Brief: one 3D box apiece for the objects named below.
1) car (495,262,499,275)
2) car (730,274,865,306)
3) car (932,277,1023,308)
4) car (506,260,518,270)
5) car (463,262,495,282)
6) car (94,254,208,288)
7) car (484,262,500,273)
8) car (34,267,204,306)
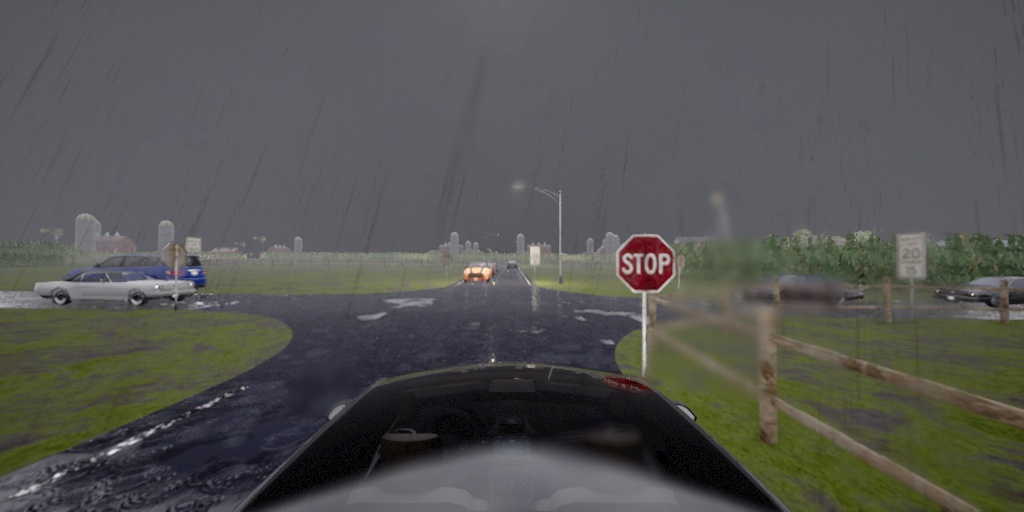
[{"bbox_3d":[-2.866,1.468,41.209,1.882,1.535,5.008,0,0,0],"label":"car"},{"bbox_3d":[13.633,1.591,17.281,5.357,1.411,2.033,1,-1,1],"label":"car"},{"bbox_3d":[23.807,1.710,17.234,5.357,1.411,2.033,1,-1,0],"label":"car"},{"bbox_3d":[0.055,1.577,61.869,1.882,1.535,5.008,0,0,0],"label":"car"},{"bbox_3d":[-2.865,1.281,30.648,2.097,1.767,4.553,0,0,0],"label":"car"},{"bbox_3d":[-18.142,0.911,17.439,5.566,2.045,2.150,1,-1,-1],"label":"car"},{"bbox_3d":[-2.864,1.596,51.866,2.033,1.411,5.357,0,0,0],"label":"car"},{"bbox_3d":[-15.678,1.254,14.400,4.718,1.301,1.895,1,-1,0],"label":"car"}]
